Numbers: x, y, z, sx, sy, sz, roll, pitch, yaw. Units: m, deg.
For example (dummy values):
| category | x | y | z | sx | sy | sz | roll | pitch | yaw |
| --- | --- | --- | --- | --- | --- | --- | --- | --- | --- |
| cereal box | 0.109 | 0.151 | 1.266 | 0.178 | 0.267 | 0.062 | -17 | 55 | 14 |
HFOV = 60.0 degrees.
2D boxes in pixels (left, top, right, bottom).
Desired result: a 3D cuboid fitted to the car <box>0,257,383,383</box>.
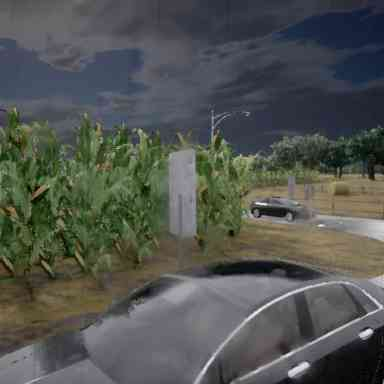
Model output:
| category | x | y | z | sx | sy | sz | roll | pitch | yaw |
| --- | --- | --- | --- | --- | --- | --- | --- | --- | --- |
| car | 0.324 | 1.514 | 3.179 | 4.892 | 1.490 | 1.837 | 0 | 0 | -35 |

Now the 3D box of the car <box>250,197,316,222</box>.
| category | x | y | z | sx | sy | sz | roll | pitch | yaw |
| --- | --- | --- | --- | --- | --- | --- | --- | --- | --- |
| car | 6.063 | 1.114 | 22.720 | 1.837 | 1.490 | 4.892 | -1 | 2 | -34 |
